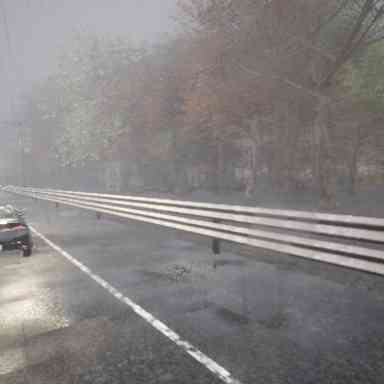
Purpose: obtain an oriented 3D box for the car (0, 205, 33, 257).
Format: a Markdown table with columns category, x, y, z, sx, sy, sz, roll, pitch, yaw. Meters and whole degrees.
| category | x | y | z | sx | sy | sz | roll | pitch | yaw |
| --- | --- | --- | --- | --- | --- | --- | --- | --- | --- |
| car | -6.275 | 1.154 | 10.359 | 2.128 | 1.511 | 4.902 | -5 | 4 | -33 |
